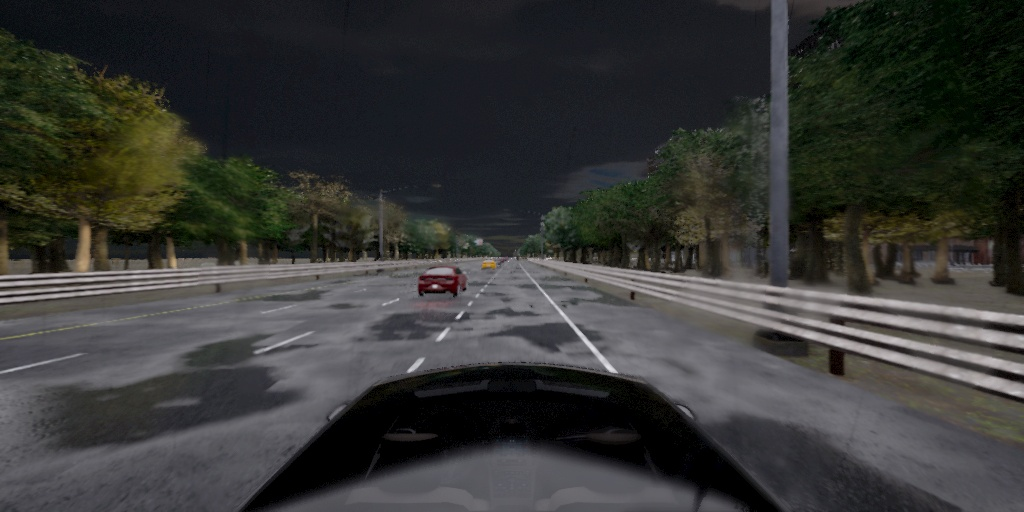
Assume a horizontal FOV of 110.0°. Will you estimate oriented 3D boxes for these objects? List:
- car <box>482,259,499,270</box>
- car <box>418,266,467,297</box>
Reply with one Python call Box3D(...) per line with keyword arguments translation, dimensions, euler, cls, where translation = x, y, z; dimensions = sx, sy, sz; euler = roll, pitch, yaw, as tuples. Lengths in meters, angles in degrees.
Box3D(translation=(-3.440, 1.282, 54.886), dimensions=(1.882, 1.535, 5.008), euler=(0, 0, 0), cls="car")
Box3D(translation=(-3.504, 1.235, 18.790), dimensions=(1.882, 1.535, 5.008), euler=(0, 0, 0), cls="car")
